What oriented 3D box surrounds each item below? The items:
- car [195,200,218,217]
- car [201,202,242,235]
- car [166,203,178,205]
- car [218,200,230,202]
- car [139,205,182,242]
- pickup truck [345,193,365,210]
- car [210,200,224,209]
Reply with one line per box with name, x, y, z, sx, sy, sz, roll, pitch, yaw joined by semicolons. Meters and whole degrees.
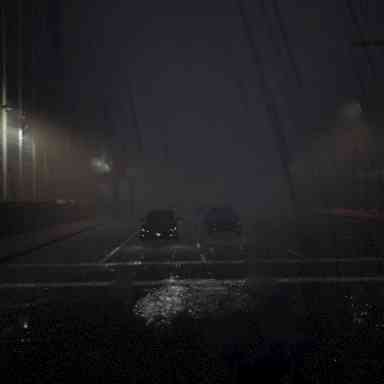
car;1.312;1.876;36.503;2.033;1.411;5.357;-1;-1;-2
car;1.798;1.649;20.343;1.882;1.535;5.008;-1;-1;-2
car;-2.166;1.900;36.070;1.812;1.442;4.674;-1;0;-2
car;4.636;1.907;47.003;1.812;1.442;4.674;-1;-1;0
car;-1.625;1.697;17.766;1.837;1.490;4.892;-1;1;-2
pickup truck;21.325;1.169;43.144;2.390;2.098;6.274;-1;-1;29
car;4.275;2.082;57.205;1.895;1.301;4.718;-1;-1;-2
